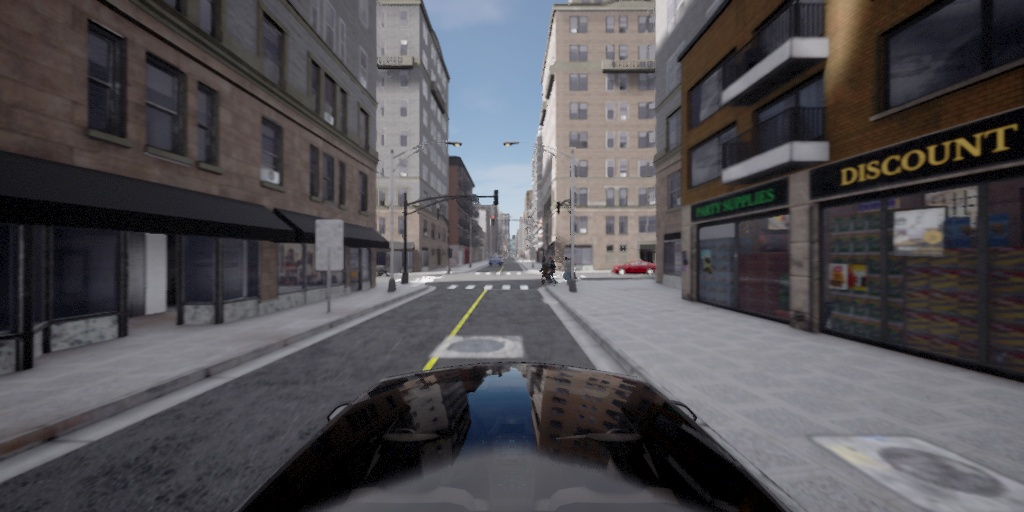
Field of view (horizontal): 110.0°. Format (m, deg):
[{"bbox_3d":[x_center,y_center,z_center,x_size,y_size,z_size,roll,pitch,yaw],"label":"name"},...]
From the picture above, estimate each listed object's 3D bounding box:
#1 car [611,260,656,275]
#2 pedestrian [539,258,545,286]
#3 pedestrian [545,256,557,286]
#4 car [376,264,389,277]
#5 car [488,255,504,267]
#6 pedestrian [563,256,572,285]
[{"bbox_3d":[12.144,1.137,35.696,4.507,1.381,1.888,0,0,0],"label":"car"},{"bbox_3d":[2.049,1.013,22.420,0.375,1.860,0.375,0,0,0],"label":"pedestrian"},{"bbox_3d":[2.327,0.860,21.220,0.375,1.860,0.375,0,0,0],"label":"pedestrian"},{"bbox_3d":[-14.619,1.407,35.887,4.403,1.370,2.007,0,0,0],"label":"car"},{"bbox_3d":[-3.014,0.834,64.894,2.150,2.045,5.566,0,0,0],"label":"car"},{"bbox_3d":[3.405,0.858,21.820,0.375,1.860,0.375,0,0,0],"label":"pedestrian"}]
